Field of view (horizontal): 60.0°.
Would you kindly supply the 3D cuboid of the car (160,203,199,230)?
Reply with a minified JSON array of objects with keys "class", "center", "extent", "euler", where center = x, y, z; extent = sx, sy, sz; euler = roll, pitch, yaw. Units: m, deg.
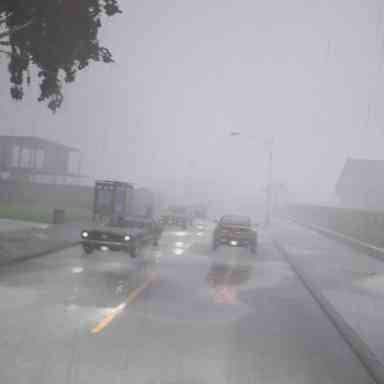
[{"class":"car","center":[-0.995,1.660,23.099],"extent":[1.837,1.490,4.892],"euler":[4,-1,9]}]

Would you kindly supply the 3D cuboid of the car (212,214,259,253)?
[{"class":"car","center":[2.003,1.782,15.366],"extent":[1.837,1.490,4.892],"euler":[4,-1,8]}]

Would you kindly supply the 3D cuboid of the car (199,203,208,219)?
[{"class":"car","center":[0.539,1.831,33.433],"extent":[1.882,1.535,5.008],"euler":[4,-1,8]}]

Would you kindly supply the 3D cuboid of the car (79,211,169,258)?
[{"class":"car","center":[-2.496,1.562,12.934],"extent":[1.895,1.301,4.718],"euler":[4,-1,8]}]
